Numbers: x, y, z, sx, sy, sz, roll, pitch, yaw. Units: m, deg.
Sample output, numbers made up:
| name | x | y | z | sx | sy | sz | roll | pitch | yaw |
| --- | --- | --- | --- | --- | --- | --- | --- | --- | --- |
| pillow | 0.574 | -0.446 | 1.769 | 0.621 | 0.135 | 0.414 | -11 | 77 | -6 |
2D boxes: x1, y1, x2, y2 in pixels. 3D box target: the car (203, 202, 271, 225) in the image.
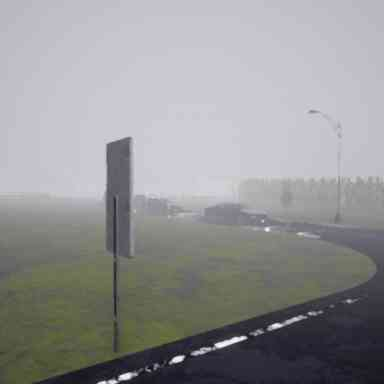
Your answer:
| name | x | y | z | sx | sy | sz | roll | pitch | yaw |
| --- | --- | --- | --- | --- | --- | --- | --- | --- | --- |
| car | 3.022 | 1.457 | 23.587 | 2.033 | 1.411 | 5.357 | 0 | 1 | -36 |

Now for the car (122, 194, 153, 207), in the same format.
| name | x | y | z | sx | sy | sz | roll | pitch | yaw |
| --- | --- | --- | --- | --- | --- | --- | --- | --- | --- |
| car | -7.061 | 1.057 | 42.674 | 1.882 | 1.535 | 5.008 | 0 | 1 | -36 |

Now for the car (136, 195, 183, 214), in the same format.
| name | x | y | z | sx | sy | sz | roll | pitch | yaw |
| --- | --- | --- | --- | --- | --- | --- | --- | --- | --- |
| car | -2.979 | 1.304 | 31.936 | 2.033 | 1.411 | 5.357 | 0 | 1 | -36 |

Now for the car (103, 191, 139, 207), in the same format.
| name | x | y | z | sx | sy | sz | roll | pitch | yaw |
| --- | --- | --- | --- | --- | --- | --- | --- | --- | --- |
| car | -8.988 | 0.821 | 40.322 | 2.150 | 2.045 | 5.566 | 0 | 1 | -36 |
